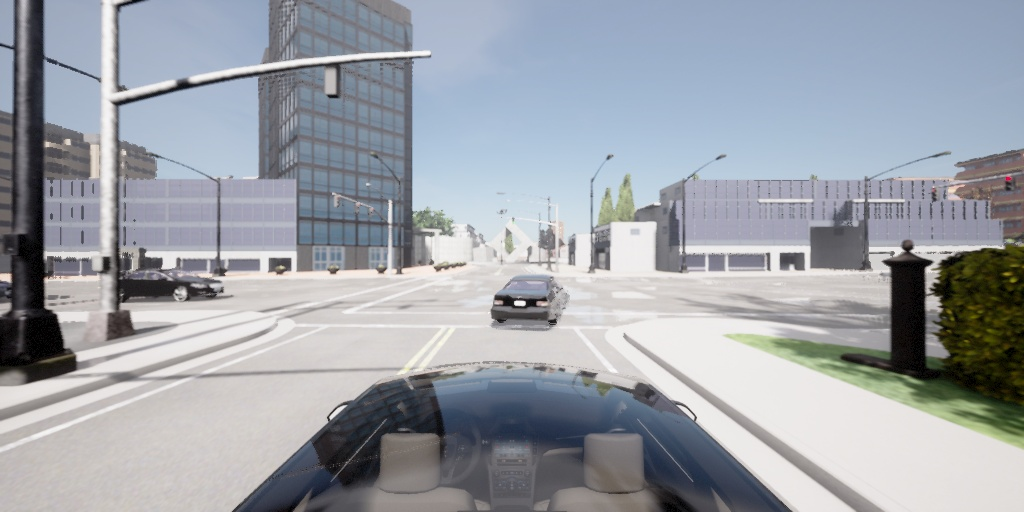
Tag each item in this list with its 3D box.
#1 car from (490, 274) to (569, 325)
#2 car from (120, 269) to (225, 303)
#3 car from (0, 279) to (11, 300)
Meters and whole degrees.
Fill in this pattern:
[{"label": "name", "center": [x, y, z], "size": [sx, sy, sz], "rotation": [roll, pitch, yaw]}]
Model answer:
[{"label": "car", "center": [0.784, 1.326, 12.080], "size": [2.033, 1.411, 5.357], "rotation": [0, 0, 13]}, {"label": "car", "center": [-16.677, 1.386, 17.316], "size": [4.902, 1.511, 2.128], "rotation": [-1, 0, 0]}, {"label": "car", "center": [-26.488, 1.539, 17.239], "size": [4.674, 1.442, 1.812], "rotation": [-1, 0, 0]}]
